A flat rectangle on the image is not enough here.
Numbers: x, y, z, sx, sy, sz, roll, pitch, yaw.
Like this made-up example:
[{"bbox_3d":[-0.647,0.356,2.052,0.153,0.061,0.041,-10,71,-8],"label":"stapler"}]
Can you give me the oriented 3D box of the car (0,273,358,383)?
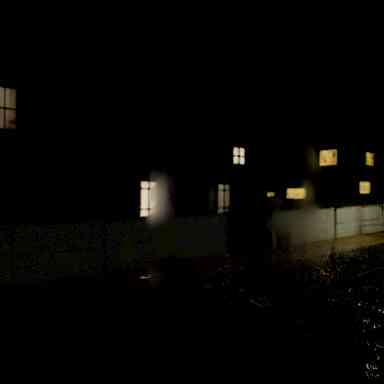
[{"bbox_3d":[-0.815,1.476,2.365,5.008,1.535,1.882,0,0,-36],"label":"car"}]
